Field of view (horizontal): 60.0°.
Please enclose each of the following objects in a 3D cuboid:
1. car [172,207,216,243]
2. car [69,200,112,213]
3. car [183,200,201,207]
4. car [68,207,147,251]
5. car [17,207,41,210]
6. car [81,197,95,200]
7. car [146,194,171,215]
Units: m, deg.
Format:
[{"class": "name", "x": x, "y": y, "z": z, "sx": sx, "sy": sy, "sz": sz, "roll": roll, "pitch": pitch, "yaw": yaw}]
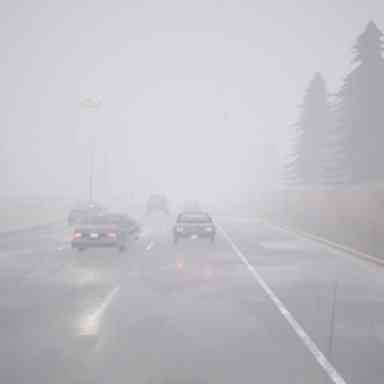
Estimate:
[{"class": "car", "x": 0.098, "y": 1.621, "z": 16.324, "sx": 1.895, "sy": 1.301, "sz": 4.718, "roll": 0, "pitch": 0, "yaw": 0}, {"class": "car", "x": -6.901, "y": 1.521, "z": 22.835, "sx": 2.128, "sy": 1.511, "sz": 4.902, "roll": 0, "pitch": 0, "yaw": 0}, {"class": "car", "x": 0.022, "y": 1.612, "z": 38.441, "sx": 1.994, "sy": 1.385, "sz": 4.181, "roll": 0, "pitch": 0, "yaw": 0}, {"class": "car", "x": -3.401, "y": 1.565, "z": 14.088, "sx": 2.033, "sy": 1.411, "sz": 5.357, "roll": 0, "pitch": 0, "yaw": 0}, {"class": "car", "x": -21.095, "y": 1.407, "z": 43.144, "sx": 2.097, "sy": 1.767, "sz": 4.553, "roll": 0, "pitch": 0, "yaw": 1}, {"class": "car", "x": -17.326, "y": 1.598, "z": 55.605, "sx": 1.812, "sy": 1.442, "sz": 4.674, "roll": 0, "pitch": 0, "yaw": 2}, {"class": "car", "x": -3.485, "y": 1.265, "z": 34.840, "sx": 2.150, "sy": 2.045, "sz": 5.566, "roll": 0, "pitch": 0, "yaw": -1}]
